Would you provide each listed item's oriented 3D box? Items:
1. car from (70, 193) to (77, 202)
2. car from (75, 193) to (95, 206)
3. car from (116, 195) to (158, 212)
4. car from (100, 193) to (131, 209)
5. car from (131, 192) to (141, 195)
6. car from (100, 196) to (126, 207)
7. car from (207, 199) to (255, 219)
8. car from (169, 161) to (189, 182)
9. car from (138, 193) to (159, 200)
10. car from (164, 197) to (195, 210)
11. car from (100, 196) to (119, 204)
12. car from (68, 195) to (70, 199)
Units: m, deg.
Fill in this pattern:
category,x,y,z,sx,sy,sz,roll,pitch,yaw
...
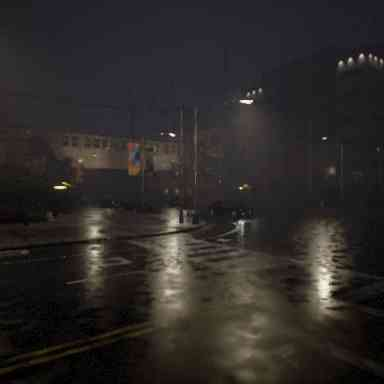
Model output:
category,x,y,z,sx,sy,sz,roll,pitch,yaw
car,-20.729,1.123,62.862,2.150,2.045,5.566,0,0,-34
car,-16.133,1.399,50.908,2.231,1.521,4.892,0,0,-25
car,-6.176,1.398,36.882,2.097,1.535,5.008,0,0,-35
car,-9.978,1.273,42.063,2.185,1.767,4.553,0,0,-35
car,-13.158,1.063,75.735,2.435,2.045,5.566,0,0,-35
car,-12.067,1.397,50.316,2.128,1.511,4.902,0,0,-35
car,3.258,1.410,28.480,1.837,1.490,4.892,0,0,-35
car,-1.290,-2.341,38.347,1.490,1.837,4.892,33,10,-4
car,-8.875,1.429,69.705,1.895,1.301,4.718,0,0,-35
car,-1.510,1.392,41.204,1.837,1.490,4.892,0,0,-35
car,-15.121,1.411,60.803,1.812,1.442,4.674,0,0,-34
car,-25.014,1.380,69.045,1.882,1.535,5.008,0,0,-35
